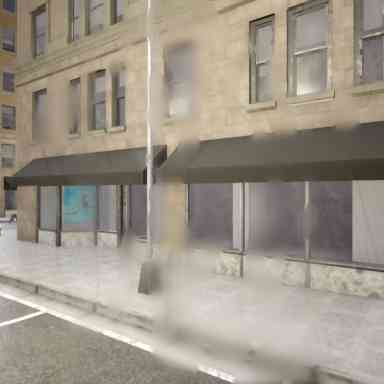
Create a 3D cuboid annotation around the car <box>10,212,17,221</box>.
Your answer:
[{"bbox_3d":[-11.204,1.636,26.125,2.033,1.411,5.357,0,0,36],"label":"car"}]
